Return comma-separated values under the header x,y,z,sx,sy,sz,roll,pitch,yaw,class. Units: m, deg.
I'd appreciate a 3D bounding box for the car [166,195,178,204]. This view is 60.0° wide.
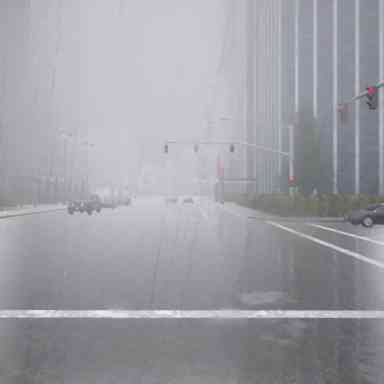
x,y,z,sx,sy,sz,roll,pitch,yaw,class
-4.139,1.525,64.863,1.812,1.442,4.674,0,0,0,car

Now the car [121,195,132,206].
x,y,z,sx,sy,sz,roll,pitch,yaw,class
-11.250,1.352,54.511,2.097,1.767,4.553,0,0,-1,car

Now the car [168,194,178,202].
x,y,z,sx,sy,sz,roll,pitch,yaw,class
-4.335,1.355,75.241,2.097,1.767,4.553,0,0,0,car

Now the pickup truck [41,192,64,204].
x,y,z,sx,sy,sz,roll,pitch,yaw,class
-24.330,1.058,59.926,2.390,2.098,6.274,0,0,30,pickup truck

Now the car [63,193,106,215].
x,y,z,sx,sy,sz,roll,pitch,yaw,class
-11.090,1.221,34.776,2.150,2.045,5.566,0,0,-1,car

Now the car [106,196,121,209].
x,y,z,sx,sy,sz,roll,pitch,yaw,class
-11.176,1.564,44.305,1.994,1.385,4.181,0,0,-1,car

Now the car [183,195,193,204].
x,y,z,sx,sy,sz,roll,pitch,yaw,class
-0.753,1.525,65.229,1.812,1.442,4.674,0,0,0,car

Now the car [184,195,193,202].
x,y,z,sx,sy,sz,roll,pitch,yaw,class
-0.840,1.386,75.480,1.882,1.535,5.008,0,0,0,car

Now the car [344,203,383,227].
x,y,z,sx,sy,sz,roll,pitch,yaw,class
12.630,1.505,21.969,4.892,1.490,1.837,0,0,0,car
